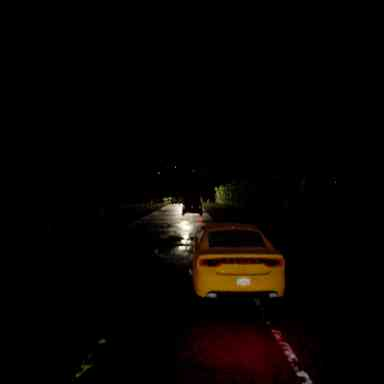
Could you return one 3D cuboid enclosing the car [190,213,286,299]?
[{"bbox_3d":[0.952,1.527,8.642,1.882,1.535,5.008,0,0,0],"label":"car"}]

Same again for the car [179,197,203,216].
[{"bbox_3d":[0.024,1.550,34.796,2.097,1.767,4.553,0,0,0],"label":"car"}]

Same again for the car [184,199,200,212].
[{"bbox_3d":[0.001,1.747,44.755,2.128,1.511,4.902,0,0,0],"label":"car"}]

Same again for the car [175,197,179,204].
[{"bbox_3d":[-2.857,1.949,76.895,1.837,1.490,4.892,0,-1,0],"label":"car"}]
